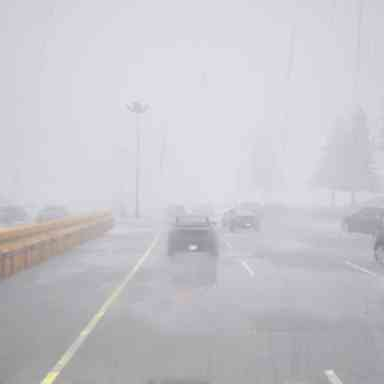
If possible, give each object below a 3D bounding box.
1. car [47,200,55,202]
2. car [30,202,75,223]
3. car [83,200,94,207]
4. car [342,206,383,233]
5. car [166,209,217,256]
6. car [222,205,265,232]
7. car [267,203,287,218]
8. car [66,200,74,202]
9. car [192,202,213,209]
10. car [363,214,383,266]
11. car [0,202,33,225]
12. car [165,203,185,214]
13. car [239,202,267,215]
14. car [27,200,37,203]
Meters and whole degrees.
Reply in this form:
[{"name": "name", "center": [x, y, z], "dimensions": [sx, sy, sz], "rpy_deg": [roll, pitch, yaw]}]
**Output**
[{"name": "car", "center": [-27.230, 2.332, 64.287], "dimensions": [2.033, 1.411, 5.357], "rpy_deg": [0, -1, -21]}, {"name": "car", "center": [-11.568, 1.855, 28.014], "dimensions": [1.837, 1.490, 4.892], "rpy_deg": [0, -1, -7]}, {"name": "car", "center": [-21.227, 2.362, 68.153], "dimensions": [2.128, 1.511, 4.902], "rpy_deg": [0, -1, -21]}, {"name": "car", "center": [10.357, 1.586, 18.653], "dimensions": [2.097, 1.767, 4.553], "rpy_deg": [0, -1, -2]}, {"name": "car", "center": [0.000, 1.682, 13.932], "dimensions": [1.837, 1.490, 4.892], "rpy_deg": [0, 0, -1]}, {"name": "car", "center": [3.191, 1.803, 22.149], "dimensions": [1.812, 1.442, 4.674], "rpy_deg": [0, -1, -4]}, {"name": "car", "center": [8.748, 1.948, 36.455], "dimensions": [2.128, 1.511, 4.902], "rpy_deg": [0, -1, -8]}, {"name": "car", "center": [-24.455, 2.350, 66.799], "dimensions": [2.128, 1.511, 4.902], "rpy_deg": [0, -1, -21]}, {"name": "car", "center": [1.192, 1.972, 39.582], "dimensions": [1.882, 1.535, 5.008], "rpy_deg": [0, -1, -9]}, {"name": "car", "center": [7.063, 1.594, 9.164], "dimensions": [1.882, 1.535, 5.008], "rpy_deg": [0, 0, -1]}, {"name": "car", "center": [-14.982, 1.842, 26.985], "dimensions": [1.837, 1.490, 4.892], "rpy_deg": [0, -1, -6]}, {"name": "car", "center": [-1.856, 1.947, 36.440], "dimensions": [2.128, 1.511, 4.902], "rpy_deg": [0, -1, -9]}, {"name": "car", "center": [5.567, 1.771, 33.569], "dimensions": [2.097, 1.767, 4.553], "rpy_deg": [0, -1, -7]}, {"name": "car", "center": [-30.907, 2.219, 64.074], "dimensions": [1.882, 1.535, 5.008], "rpy_deg": [0, -1, -21]}]
